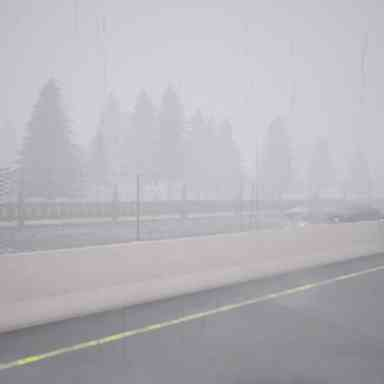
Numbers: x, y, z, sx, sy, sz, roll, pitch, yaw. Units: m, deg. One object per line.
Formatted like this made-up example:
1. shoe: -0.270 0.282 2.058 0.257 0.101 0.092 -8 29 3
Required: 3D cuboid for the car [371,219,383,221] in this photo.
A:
1. car: 14.548 1.685 22.960 4.181 1.385 1.994 0 0 -35
